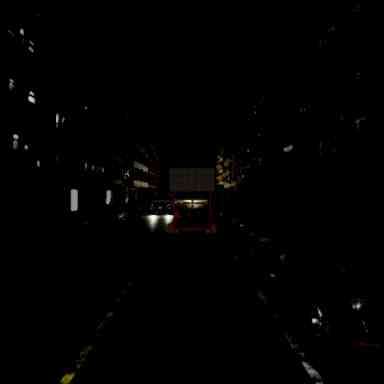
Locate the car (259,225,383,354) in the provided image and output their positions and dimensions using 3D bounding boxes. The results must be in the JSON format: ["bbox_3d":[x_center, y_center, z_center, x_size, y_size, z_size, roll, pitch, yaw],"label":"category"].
[{"bbox_3d":[2.691,1.561,6.104,1.947,1.339,4.313,0,0,0],"label":"car"}]

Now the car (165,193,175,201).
[{"bbox_3d":[-5.694,1.211,85.017,2.192,1.841,5.009,0,0,0],"label":"car"}]

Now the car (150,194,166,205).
[{"bbox_3d":[-5.692,1.251,56.835,2.192,1.841,5.009,0,0,0],"label":"car"}]

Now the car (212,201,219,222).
[{"bbox_3d":[2.690,1.529,23.013,2.008,1.369,4.403,0,0,0],"label":"car"}]

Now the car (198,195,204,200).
[{"bbox_3d":[2.685,1.421,85.183,1.752,1.417,4.829,0,0,0],"label":"car"}]

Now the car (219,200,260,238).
[{"bbox_3d":[2.691,1.424,17.377,1.967,1.590,4.097,0,0,0],"label":"car"}]

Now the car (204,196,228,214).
[{"bbox_3d":[2.690,1.280,34.286,2.192,1.841,5.009,0,0,0],"label":"car"}]

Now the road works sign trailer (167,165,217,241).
[{"bbox_3d":[0.014,0.449,16.525,2.380,3.560,2.880,0,0,0],"label":"road works sign trailer"}]

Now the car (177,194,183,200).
[{"bbox_3d":[-3.007,1.169,75.813,2.033,1.411,5.357,0,0,0],"label":"car"}]

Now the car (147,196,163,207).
[{"bbox_3d":[-5.693,1.383,51.199,1.967,1.590,4.097,0,0,0],"label":"car"}]

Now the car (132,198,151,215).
[{"bbox_3d":[-5.692,1.490,34.118,1.752,1.417,4.829,0,0,0],"label":"car"}]

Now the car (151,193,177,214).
[{"bbox_3d":[-3.101,1.185,35.182,2.150,2.045,5.566,0,0,0],"label":"car"}]

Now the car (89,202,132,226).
[{"bbox_3d":[-5.691,1.544,23.015,1.947,1.339,4.313,0,0,0],"label":"car"}]

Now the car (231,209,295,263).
[{"bbox_3d":[2.691,1.534,11.740,1.887,1.381,4.507,0,0,0],"label":"car"}]
